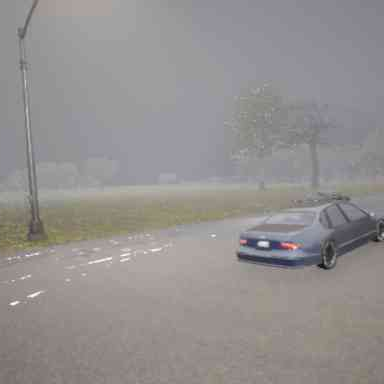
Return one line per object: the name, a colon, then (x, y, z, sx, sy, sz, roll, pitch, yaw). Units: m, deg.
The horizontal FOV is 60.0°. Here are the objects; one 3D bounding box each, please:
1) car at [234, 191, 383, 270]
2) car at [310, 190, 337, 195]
car: (3.437, 0.952, 8.890, 5.357, 1.411, 2.033, -7, 2, -41)
car: (8.981, 0.554, 22.941, 4.718, 1.301, 1.895, -4, 0, -41)
